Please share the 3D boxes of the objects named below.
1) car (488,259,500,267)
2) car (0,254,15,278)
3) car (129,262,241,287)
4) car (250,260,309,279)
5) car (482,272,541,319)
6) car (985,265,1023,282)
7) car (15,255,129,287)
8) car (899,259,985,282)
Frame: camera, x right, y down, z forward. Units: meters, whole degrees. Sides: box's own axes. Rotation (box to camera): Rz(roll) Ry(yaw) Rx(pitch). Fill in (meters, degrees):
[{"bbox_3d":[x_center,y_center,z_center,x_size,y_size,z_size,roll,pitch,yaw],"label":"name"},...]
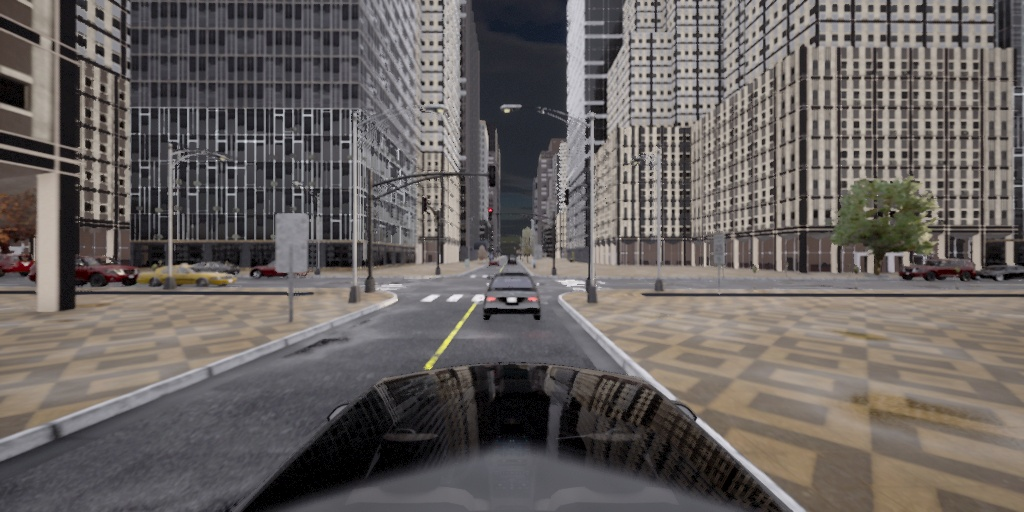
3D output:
[{"bbox_3d":[-3.032,1.213,61.490,1.895,1.301,4.718,0,0,1],"label":"car"},{"bbox_3d":[-41.903,0.787,29.099,5.009,1.841,2.192,0,0,-1],"label":"car"},{"bbox_3d":[-18.897,1.124,20.962,4.829,1.417,1.751,0,0,-1],"label":"car"},{"bbox_3d":[-19.207,1.051,29.597,4.097,1.591,1.967,0,0,-1],"label":"car"},{"bbox_3d":[0.020,1.274,12.591,2.033,1.411,5.357,0,0,1],"label":"car"},{"bbox_3d":[41.670,1.448,30.457,4.313,1.339,1.948,0,0,-1],"label":"car"},{"bbox_3d":[-24.745,0.880,20.896,5.009,1.841,2.192,0,0,-1],"label":"car"},{"bbox_3d":[35.974,1.178,30.365,5.009,1.841,2.192,0,0,-1],"label":"car"}]
